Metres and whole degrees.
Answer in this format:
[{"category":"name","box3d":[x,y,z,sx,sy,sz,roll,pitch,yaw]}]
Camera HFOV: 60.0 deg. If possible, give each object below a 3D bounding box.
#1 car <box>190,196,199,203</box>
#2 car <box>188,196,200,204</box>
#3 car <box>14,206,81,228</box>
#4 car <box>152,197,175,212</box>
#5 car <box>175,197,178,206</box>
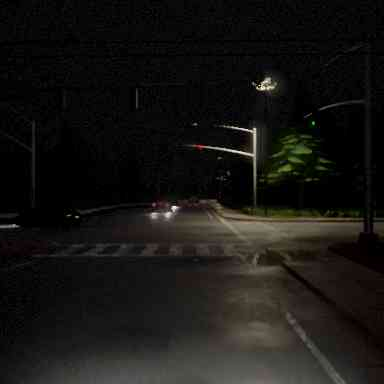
[{"category":"car","box3d":[0.669,1.579,75.958,1.837,1.490,4.892,0,0,2]},{"category":"car","box3d":[0.345,1.646,65.650,1.812,1.442,4.674,0,0,2]},{"category":"car","box3d":[-9.711,1.661,22.551,4.181,1.385,1.994,0,0,7]},{"category":"car","box3d":[-3.591,1.440,39.931,2.097,1.767,4.553,0,0,0]},{"category":"car","box3d":[-3.482,1.610,57.004,2.128,1.511,4.902,0,0,1]}]
